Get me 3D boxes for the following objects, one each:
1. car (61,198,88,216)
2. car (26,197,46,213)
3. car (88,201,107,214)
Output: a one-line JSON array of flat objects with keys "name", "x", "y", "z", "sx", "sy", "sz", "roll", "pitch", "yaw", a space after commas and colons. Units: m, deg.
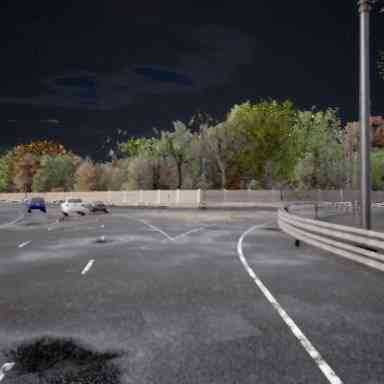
[{"name": "car", "x": -14.208, "y": 1.691, "z": 39.463, "sx": 2.150, "sy": 2.045, "sz": 5.566, "roll": 1, "pitch": -1, "yaw": -26}, {"name": "car", "x": -21.904, "y": 1.781, "z": 46.605, "sx": 2.150, "sy": 2.045, "sz": 5.566, "roll": 1, "pitch": -1, "yaw": -30}, {"name": "car", "x": -12.540, "y": 2.023, "z": 43.911, "sx": 1.837, "sy": 1.490, "sz": 4.892, "roll": 1, "pitch": -1, "yaw": -26}]
